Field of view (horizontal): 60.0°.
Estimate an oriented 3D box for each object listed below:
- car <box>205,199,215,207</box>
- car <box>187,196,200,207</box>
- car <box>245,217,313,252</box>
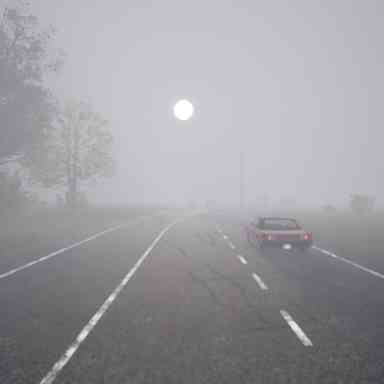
[{"bbox_3d":[3.502,2.067,64.573,1.837,1.490,4.892,0,-1,0],"label":"car"},{"bbox_3d":[-0.003,2.033,63.869,1.882,1.535,5.008,0,0,0],"label":"car"},{"bbox_3d":[3.498,1.726,14.422,1.895,1.301,4.718,0,0,0],"label":"car"}]
